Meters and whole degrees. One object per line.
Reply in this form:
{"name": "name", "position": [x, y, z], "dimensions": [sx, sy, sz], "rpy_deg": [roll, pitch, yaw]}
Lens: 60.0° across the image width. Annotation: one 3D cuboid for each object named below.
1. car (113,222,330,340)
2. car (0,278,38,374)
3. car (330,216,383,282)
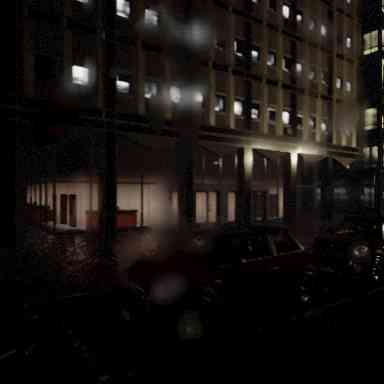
{"name": "car", "position": [0.564, 1.449, 6.502], "dimensions": [4.097, 1.590, 1.967], "rpy_deg": [0, 0, -36]}
{"name": "car", "position": [-3.950, 1.548, 3.281], "dimensions": [4.403, 1.369, 2.008], "rpy_deg": [0, 0, -36]}
{"name": "car", "position": [5.077, 1.460, 9.723], "dimensions": [4.097, 1.590, 1.967], "rpy_deg": [0, 0, -36]}
